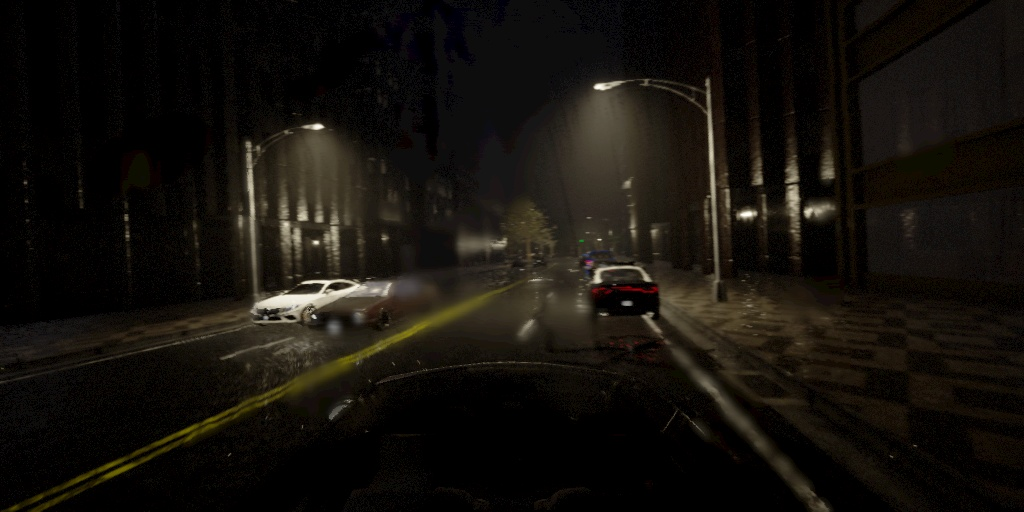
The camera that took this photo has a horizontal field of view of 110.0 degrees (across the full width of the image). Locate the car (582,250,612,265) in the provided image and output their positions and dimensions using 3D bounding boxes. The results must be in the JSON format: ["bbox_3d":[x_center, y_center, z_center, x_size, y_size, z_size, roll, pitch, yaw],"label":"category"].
[{"bbox_3d":[6.667,0.591,27.340,2.150,2.045,5.566,-3,0,12],"label":"car"}]

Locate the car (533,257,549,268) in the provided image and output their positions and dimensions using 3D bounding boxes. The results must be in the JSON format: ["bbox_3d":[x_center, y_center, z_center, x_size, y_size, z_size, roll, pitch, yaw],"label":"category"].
[{"bbox_3d":[4.320,0.940,53.123,1.837,1.490,4.892,-3,0,12],"label":"car"}]

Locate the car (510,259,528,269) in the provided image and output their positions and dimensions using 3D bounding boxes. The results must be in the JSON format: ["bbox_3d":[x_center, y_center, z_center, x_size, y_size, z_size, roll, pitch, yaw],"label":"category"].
[{"bbox_3d":[1.153,1.142,53.774,2.033,1.411,5.357,-3,0,12],"label":"car"}]

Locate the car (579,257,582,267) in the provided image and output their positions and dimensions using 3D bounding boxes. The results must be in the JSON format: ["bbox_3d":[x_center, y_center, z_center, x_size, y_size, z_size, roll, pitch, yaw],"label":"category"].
[{"bbox_3d":[9.916,0.689,47.788,1.812,1.442,4.674,-3,0,12],"label":"car"}]

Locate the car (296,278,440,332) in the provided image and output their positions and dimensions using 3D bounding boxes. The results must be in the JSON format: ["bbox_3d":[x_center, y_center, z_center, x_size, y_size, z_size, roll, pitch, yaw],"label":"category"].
[{"bbox_3d":[-4.190,1.490,12.075,2.033,1.411,5.357,-3,0,12],"label":"car"}]

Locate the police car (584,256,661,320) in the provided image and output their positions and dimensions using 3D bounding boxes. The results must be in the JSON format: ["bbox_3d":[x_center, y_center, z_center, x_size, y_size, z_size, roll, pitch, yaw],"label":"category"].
[{"bbox_3d":[3.461,0.982,11.749,1.930,1.638,5.238,-3,0,12],"label":"police car"}]

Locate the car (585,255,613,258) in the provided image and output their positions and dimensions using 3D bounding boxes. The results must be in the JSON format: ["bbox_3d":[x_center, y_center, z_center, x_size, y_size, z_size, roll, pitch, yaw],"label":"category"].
[{"bbox_3d":[5.463,0.943,21.435,1.837,1.490,4.892,-3,0,12],"label":"car"}]

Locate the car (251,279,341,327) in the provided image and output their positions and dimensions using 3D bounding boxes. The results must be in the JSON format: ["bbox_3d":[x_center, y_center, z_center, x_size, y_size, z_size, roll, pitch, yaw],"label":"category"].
[{"bbox_3d":[-7.217,1.618,13.460,1.812,1.442,4.674,-3,0,12],"label":"car"}]
